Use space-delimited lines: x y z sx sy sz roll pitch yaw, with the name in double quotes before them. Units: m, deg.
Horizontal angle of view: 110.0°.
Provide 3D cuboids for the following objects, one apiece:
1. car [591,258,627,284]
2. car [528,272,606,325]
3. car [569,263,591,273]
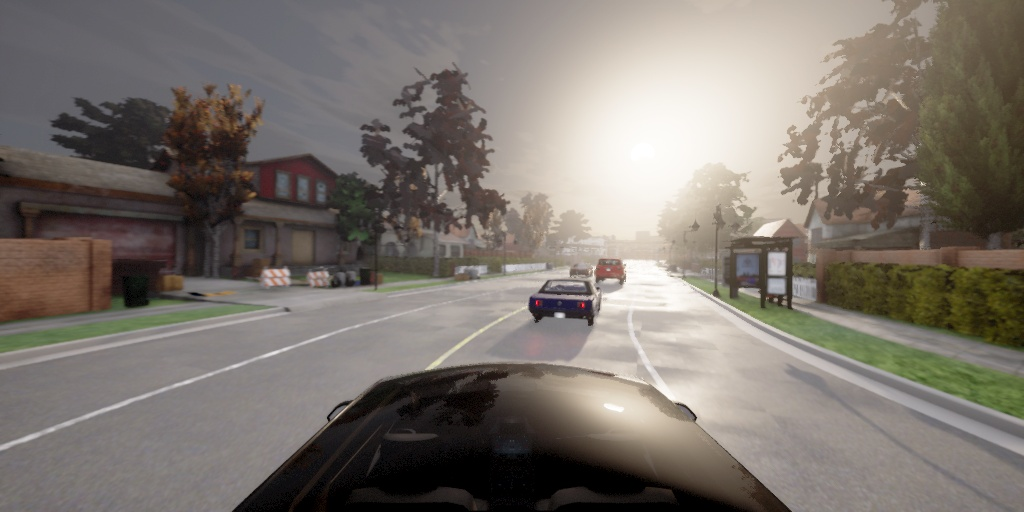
"car" 8.327 1.182 30.075 2.150 2.045 5.566 1 0 20
"car" 2.014 1.406 12.256 1.895 1.301 4.718 1 0 17
"car" 7.427 1.457 38.404 1.882 1.535 5.008 1 0 20
